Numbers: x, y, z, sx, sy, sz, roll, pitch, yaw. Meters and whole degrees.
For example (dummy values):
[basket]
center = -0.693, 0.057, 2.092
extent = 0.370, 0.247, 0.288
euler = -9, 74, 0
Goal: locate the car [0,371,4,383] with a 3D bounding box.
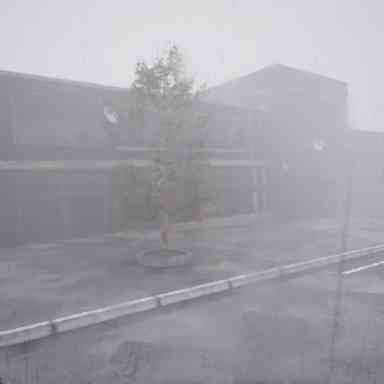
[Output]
[car]
center = -3.102, 1.565, 1.380
extent = 4.181, 1.385, 1.994
euler = 0, 0, -38
